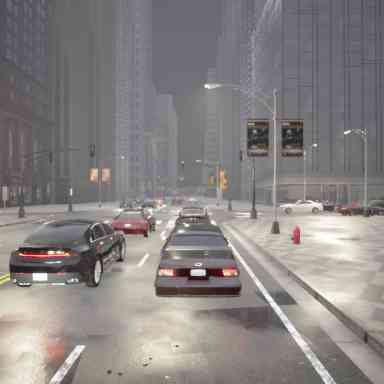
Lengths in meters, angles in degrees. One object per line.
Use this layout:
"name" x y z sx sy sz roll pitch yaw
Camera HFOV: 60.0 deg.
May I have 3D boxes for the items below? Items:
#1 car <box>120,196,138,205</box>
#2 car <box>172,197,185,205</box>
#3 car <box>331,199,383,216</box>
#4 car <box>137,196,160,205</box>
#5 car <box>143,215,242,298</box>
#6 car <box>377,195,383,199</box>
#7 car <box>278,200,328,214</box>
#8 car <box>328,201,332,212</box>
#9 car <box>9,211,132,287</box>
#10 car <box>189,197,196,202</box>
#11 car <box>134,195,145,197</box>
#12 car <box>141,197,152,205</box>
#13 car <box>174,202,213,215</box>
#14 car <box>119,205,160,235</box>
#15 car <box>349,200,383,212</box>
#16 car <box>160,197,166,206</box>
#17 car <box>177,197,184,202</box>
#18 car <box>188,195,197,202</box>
"car" -9.801 1.735 50.694 1.837 1.490 4.892 0 0 -2
"car" -3.049 1.840 68.550 1.882 1.535 5.008 0 -1 0
"car" 15.359 1.577 30.166 4.206 1.307 1.802 0 0 -1
"car" -6.521 1.778 50.803 2.033 1.411 5.357 0 0 0
"car" 0.119 1.557 8.718 2.033 1.411 5.357 0 0 0
"car" 21.522 1.265 36.030 5.566 2.045 2.150 0 -1 -1
"car" 11.688 1.602 35.882 4.674 1.442 1.812 0 -1 -1
"car" 15.242 1.663 38.690 4.313 1.339 1.947 0 0 -1
"car" -3.137 1.516 9.307 1.837 1.490 4.892 0 0 0
"car" 0.133 2.029 91.171 1.882 1.535 5.008 0 0 0
"car" -9.729 1.523 60.714 2.150 2.045 5.566 0 0 0
"car" -9.647 1.907 71.060 1.812 1.442 4.674 0 0 0
"car" 0.073 1.544 18.457 1.837 1.490 4.892 0 0 1
"car" -3.124 1.602 18.207 1.994 1.385 4.181 0 0 0
"car" 20.881 1.644 38.769 4.313 1.339 1.947 0 0 -1
"car" -6.483 1.649 60.085 2.097 1.767 4.553 0 0 0
"car" -3.118 2.104 91.293 1.994 1.385 4.181 0 0 0
"car" 0.118 1.687 80.594 2.150 2.045 5.566 0 0 0
